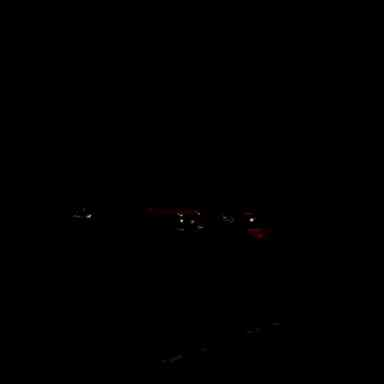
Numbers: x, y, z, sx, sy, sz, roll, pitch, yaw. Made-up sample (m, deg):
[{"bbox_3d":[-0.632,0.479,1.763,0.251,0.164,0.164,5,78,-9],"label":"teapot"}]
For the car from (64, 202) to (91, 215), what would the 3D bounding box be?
[{"bbox_3d":[-13.229,1.830,38.350,1.994,1.385,4.181,0,-1,-40],"label":"car"}]

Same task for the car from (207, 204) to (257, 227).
[{"bbox_3d":[2.484,1.634,24.308,1.837,1.490,4.892,1,-1,-40],"label":"car"}]

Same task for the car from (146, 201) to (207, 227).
[{"bbox_3d":[-1.406,1.486,24.377,2.097,1.767,4.553,0,-1,-40],"label":"car"}]
